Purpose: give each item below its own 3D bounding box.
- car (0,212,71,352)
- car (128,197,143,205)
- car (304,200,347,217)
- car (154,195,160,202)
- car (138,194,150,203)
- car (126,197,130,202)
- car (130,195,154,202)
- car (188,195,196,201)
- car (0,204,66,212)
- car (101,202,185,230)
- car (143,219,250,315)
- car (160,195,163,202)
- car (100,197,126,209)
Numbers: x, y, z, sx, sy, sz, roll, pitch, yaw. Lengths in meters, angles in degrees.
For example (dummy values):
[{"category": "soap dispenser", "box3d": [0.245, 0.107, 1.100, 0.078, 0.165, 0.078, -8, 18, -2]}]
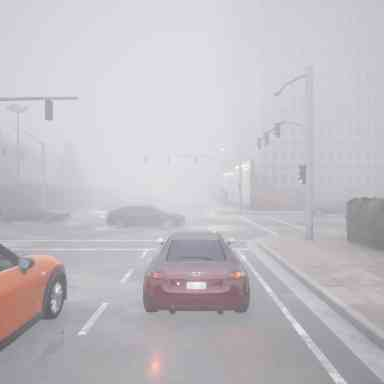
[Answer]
[{"category": "car", "box3d": [-3.434, 1.352, 4.506, 2.097, 1.767, 4.553, 0, 0, 1]}, {"category": "car", "box3d": [-10.476, 1.601, 61.959, 1.895, 1.301, 4.718, 0, 0, 0]}, {"category": "car", "box3d": [13.134, 1.547, 31.430, 4.902, 1.511, 2.128, 0, 0, 0]}, {"category": "car", "box3d": [-7.009, 1.505, 56.052, 1.837, 1.490, 4.892, 0, 0, 0]}, {"category": "car", "box3d": [-10.406, 1.355, 72.289, 2.097, 1.767, 4.553, 0, 0, 0]}, {"category": "car", "box3d": [-10.521, 1.477, 52.659, 1.882, 1.535, 5.008, 0, 0, 0]}, {"category": "car", "box3d": [-7.024, 1.352, 47.109, 2.097, 1.767, 4.553, 0, 0, 0]}, {"category": "car", "box3d": [0.110, 1.552, 84.594, 1.994, 1.385, 4.181, 0, 0, 0]}, {"category": "car", "box3d": [-11.695, 1.570, 24.209, 5.357, 1.411, 2.033, 0, 0, 0]}, {"category": "car", "box3d": [-2.837, 1.537, 20.716, 4.892, 1.490, 1.837, 0, 0, 0]}, {"category": "car", "box3d": [0.087, 1.564, 7.680, 1.994, 1.385, 4.181, 0, 0, 0]}, {"category": "car", "box3d": [-6.939, 1.352, 66.130, 2.097, 1.767, 4.553, 0, 0, 1]}, {"category": "car", "box3d": [-10.546, 1.491, 43.510, 2.128, 1.511, 4.902, 0, 0, 1]}]
